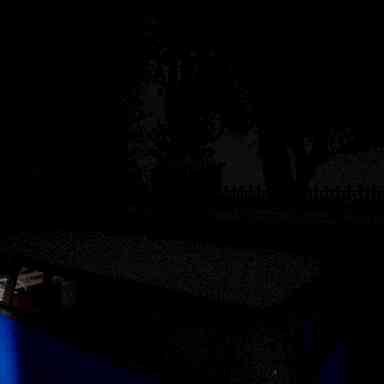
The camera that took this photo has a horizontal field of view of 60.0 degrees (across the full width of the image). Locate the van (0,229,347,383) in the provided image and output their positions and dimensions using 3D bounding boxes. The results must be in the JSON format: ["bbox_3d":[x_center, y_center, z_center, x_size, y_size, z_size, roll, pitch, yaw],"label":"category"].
[{"bbox_3d":[-0.657,1.341,3.180,3.998,1.788,1.690,0,0,35],"label":"van"}]
